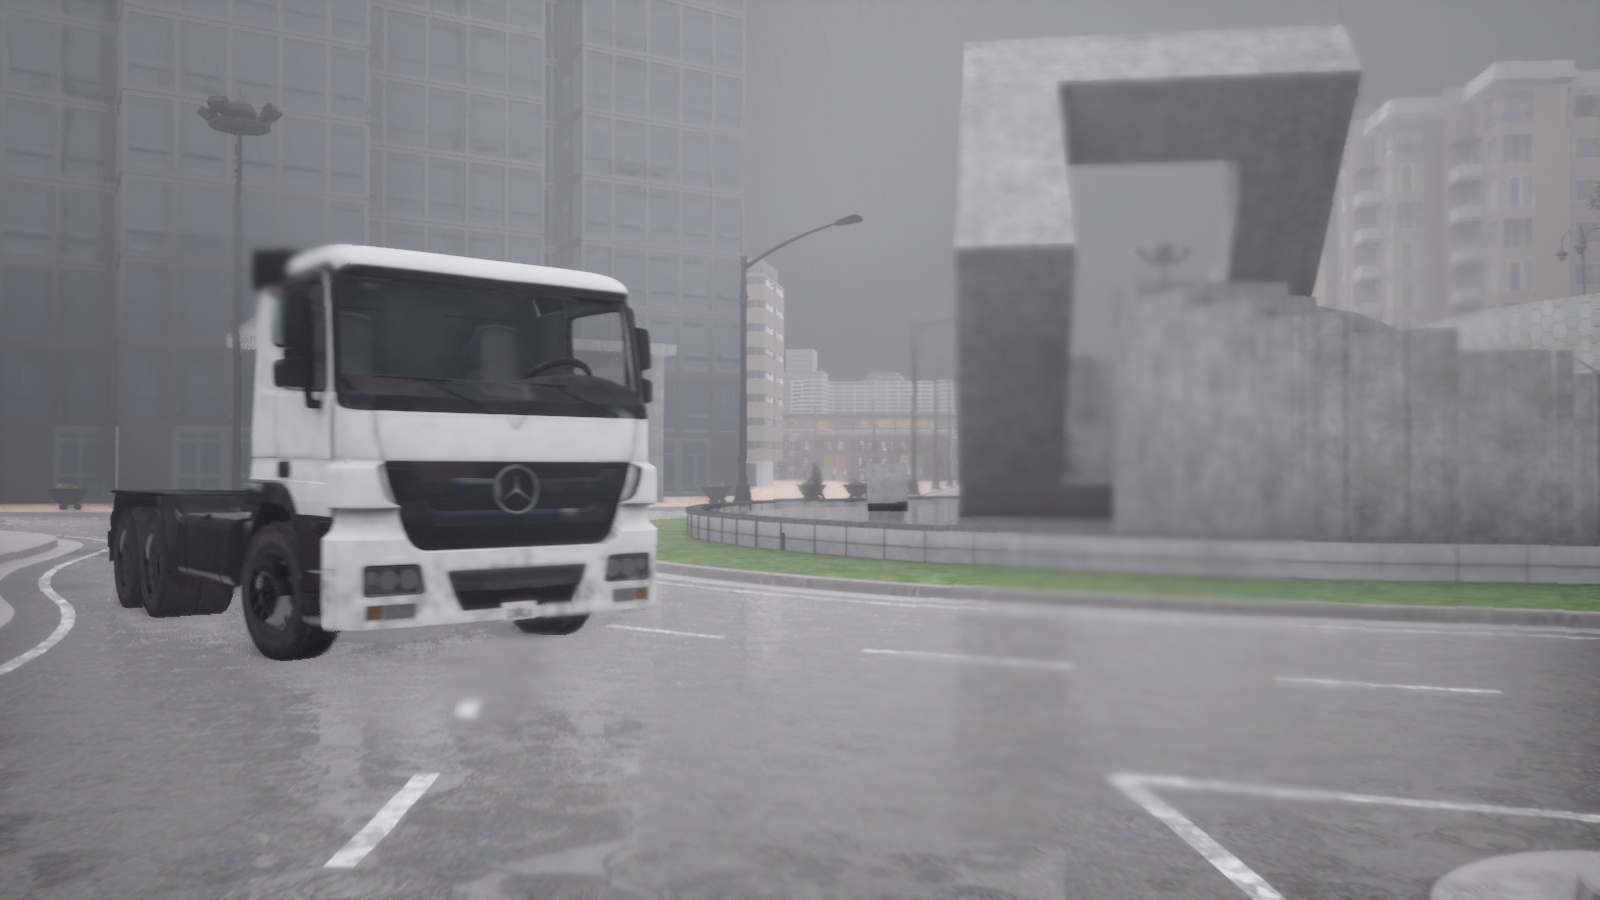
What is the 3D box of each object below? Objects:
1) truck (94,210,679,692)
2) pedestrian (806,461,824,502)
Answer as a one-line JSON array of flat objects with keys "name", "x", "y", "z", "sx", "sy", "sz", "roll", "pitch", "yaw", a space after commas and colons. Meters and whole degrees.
[{"name": "truck", "x": -4.750, "y": 0.076, "z": 12.960, "sx": 2.891, "sy": 3.462, "sz": 7.936, "roll": 0, "pitch": -1, "yaw": -41}, {"name": "pedestrian", "x": 0.667, "y": 1.424, "z": 56.458, "sx": 0.694, "sy": 1.848, "sz": 0.540, "roll": 0, "pitch": -1, "yaw": -14}]
